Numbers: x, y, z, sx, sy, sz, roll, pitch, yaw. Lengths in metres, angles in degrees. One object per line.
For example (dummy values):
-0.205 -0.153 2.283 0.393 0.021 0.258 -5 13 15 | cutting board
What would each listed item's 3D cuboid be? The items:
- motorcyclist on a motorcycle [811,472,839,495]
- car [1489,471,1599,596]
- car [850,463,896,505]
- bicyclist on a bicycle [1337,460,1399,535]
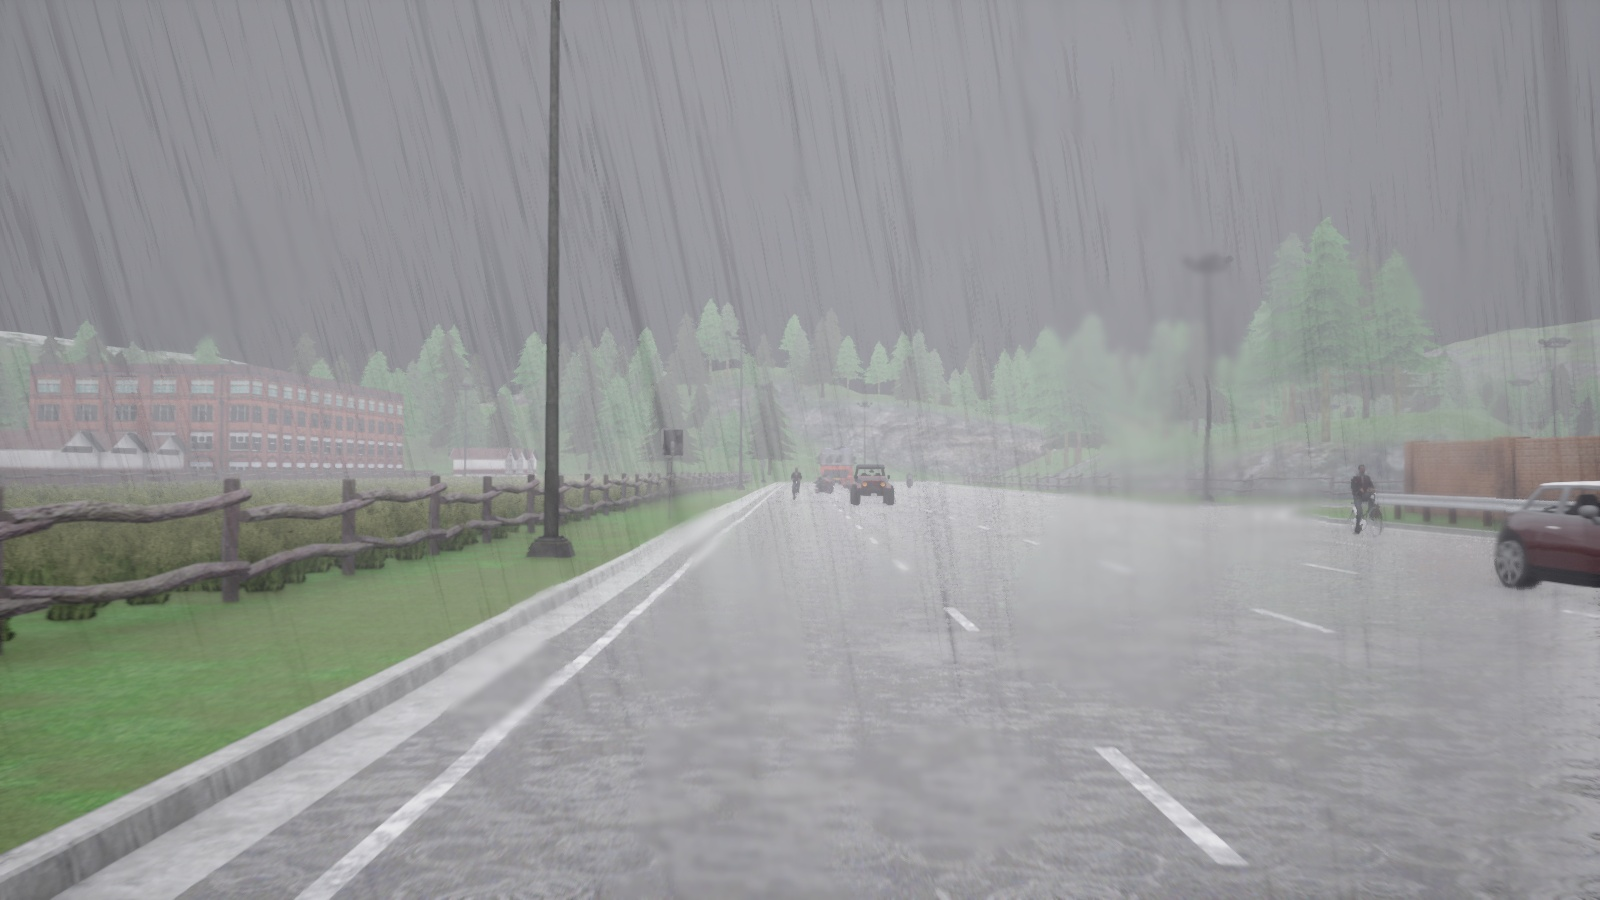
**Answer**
1.716 2.276 85.780 0.866 1.530 2.191 1 -1 -32 | motorcyclist on a motorcycle
10.462 0.994 15.341 1.970 1.475 3.806 0 -1 0 | car
3.356 1.575 58.569 1.905 1.878 3.866 0 -1 0 | car
13.924 1.144 30.812 0.659 1.776 1.843 0 -1 0 | bicyclist on a bicycle
